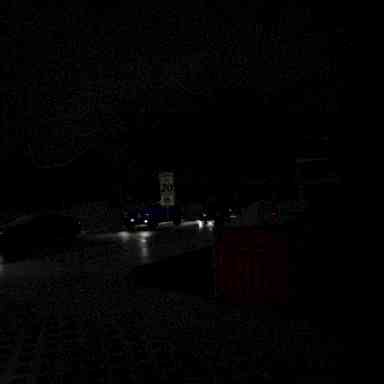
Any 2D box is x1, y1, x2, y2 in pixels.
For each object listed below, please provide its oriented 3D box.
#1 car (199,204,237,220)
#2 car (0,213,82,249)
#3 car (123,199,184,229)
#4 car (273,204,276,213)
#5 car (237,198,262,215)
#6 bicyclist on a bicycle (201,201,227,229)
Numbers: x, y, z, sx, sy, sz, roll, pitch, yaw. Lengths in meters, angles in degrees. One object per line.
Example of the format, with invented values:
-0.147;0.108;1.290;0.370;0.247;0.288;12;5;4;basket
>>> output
2.361;1.953;33.479;2.128;1.511;4.902;-3;-2;29;car
-7.399;1.723;15.720;1.812;1.442;4.674;-3;-2;31;car
-2.640;1.545;24.355;2.150;2.045;5.566;-3;-2;28;car
12.681;2.040;46.270;1.882;1.535;5.008;-3;-2;29;car
7.478;1.832;42.818;2.150;2.045;5.566;-3;-2;31;car
1.226;1.325;19.211;1.656;1.620;0.582;-3;-2;29;bicyclist on a bicycle
